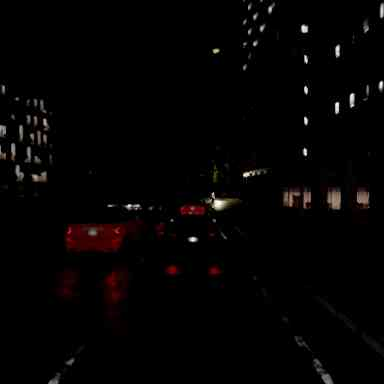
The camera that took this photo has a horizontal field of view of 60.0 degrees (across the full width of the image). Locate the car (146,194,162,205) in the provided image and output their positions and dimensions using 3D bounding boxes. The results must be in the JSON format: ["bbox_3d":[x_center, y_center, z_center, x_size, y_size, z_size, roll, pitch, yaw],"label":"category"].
[{"bbox_3d":[-6.545,1.273,57.508,2.097,1.767,4.553,0,0,0],"label":"car"}]

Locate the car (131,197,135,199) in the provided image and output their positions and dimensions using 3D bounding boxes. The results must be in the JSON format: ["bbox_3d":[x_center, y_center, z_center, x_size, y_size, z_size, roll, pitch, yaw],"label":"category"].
[{"bbox_3d":[-9.789,1.522,57.383,1.895,1.301,4.718,0,0,1],"label":"car"}]

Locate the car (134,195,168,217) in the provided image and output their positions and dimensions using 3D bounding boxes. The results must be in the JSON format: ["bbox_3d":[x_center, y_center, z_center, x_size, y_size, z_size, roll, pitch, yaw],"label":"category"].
[{"bbox_3d":[-3.196,1.321,27.906,2.097,1.767,4.553,0,0,1],"label":"car"}]

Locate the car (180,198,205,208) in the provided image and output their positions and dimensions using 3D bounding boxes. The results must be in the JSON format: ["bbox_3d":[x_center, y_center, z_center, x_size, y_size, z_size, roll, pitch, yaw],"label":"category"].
[{"bbox_3d":[0.055,1.321,27.906,2.097,1.767,4.553,0,0,1],"label":"car"}]

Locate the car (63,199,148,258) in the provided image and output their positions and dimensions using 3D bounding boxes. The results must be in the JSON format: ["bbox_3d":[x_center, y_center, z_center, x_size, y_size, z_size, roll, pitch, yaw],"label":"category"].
[{"bbox_3d":[-3.199,1.339,12.909,2.097,1.767,4.553,0,0,1],"label":"car"}]

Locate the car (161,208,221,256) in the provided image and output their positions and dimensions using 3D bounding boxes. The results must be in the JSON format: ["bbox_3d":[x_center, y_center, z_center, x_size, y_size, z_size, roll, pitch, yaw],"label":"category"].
[{"bbox_3d":[0.052,1.553,13.127,1.994,1.385,4.181,0,0,1],"label":"car"}]
